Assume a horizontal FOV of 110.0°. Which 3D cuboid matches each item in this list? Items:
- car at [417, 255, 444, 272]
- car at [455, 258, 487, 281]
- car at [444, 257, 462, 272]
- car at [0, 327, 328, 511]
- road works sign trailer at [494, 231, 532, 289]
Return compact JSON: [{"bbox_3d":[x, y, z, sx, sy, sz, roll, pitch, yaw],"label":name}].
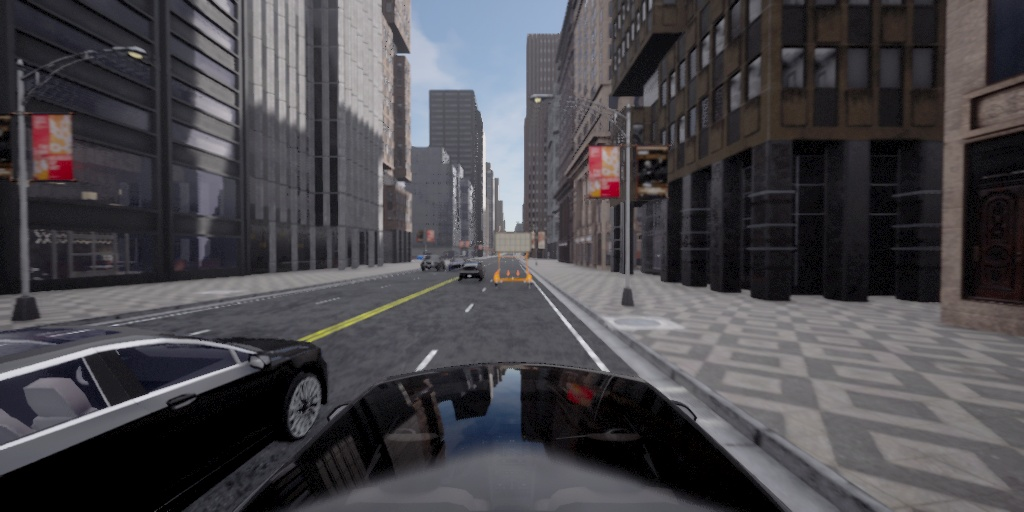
[{"bbox_3d":[-9.826,0.848,45.090,2.150,2.045,5.566,0,0,0],"label":"car"},{"bbox_3d":[-3.152,1.198,29.108,1.837,1.490,4.892,0,1,0],"label":"car"},{"bbox_3d":[-6.578,0.978,44.394,2.097,1.767,4.553,0,0,0],"label":"car"},{"bbox_3d":[-3.150,1.241,2.431,2.128,1.511,4.902,0,0,0],"label":"car"},{"bbox_3d":[0.065,0.176,23.049,2.380,3.560,2.880,0,0,0],"label":"road works sign trailer"}]
